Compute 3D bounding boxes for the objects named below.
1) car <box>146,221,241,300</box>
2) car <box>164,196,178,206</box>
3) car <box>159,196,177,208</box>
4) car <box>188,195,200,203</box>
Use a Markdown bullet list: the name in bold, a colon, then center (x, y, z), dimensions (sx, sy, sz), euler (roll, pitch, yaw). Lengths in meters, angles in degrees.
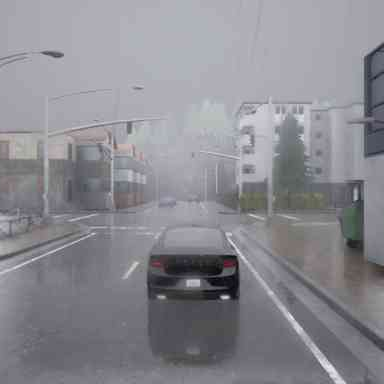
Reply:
- **car**: center (0.047, 1.478, 8.434), dimensions (1.882, 1.535, 5.008), euler (0, 0, 1)
- **car**: center (-3.591, 1.491, 57.752), dimensions (2.128, 1.511, 4.902), euler (0, 0, 0)
- **car**: center (-3.609, 1.477, 47.401), dimensions (1.882, 1.535, 5.008), euler (0, 0, 0)
- **car**: center (0.470, 1.353, 69.707), dimensions (2.097, 1.767, 4.553), euler (0, 0, 7)
